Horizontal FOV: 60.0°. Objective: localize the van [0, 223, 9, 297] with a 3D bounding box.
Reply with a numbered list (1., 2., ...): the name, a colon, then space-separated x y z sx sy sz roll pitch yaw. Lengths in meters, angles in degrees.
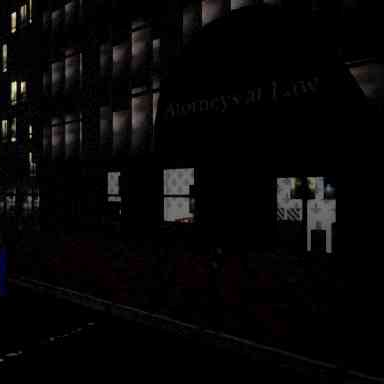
1. van: -5.363 1.341 6.694 3.998 1.788 1.690 0 0 35
